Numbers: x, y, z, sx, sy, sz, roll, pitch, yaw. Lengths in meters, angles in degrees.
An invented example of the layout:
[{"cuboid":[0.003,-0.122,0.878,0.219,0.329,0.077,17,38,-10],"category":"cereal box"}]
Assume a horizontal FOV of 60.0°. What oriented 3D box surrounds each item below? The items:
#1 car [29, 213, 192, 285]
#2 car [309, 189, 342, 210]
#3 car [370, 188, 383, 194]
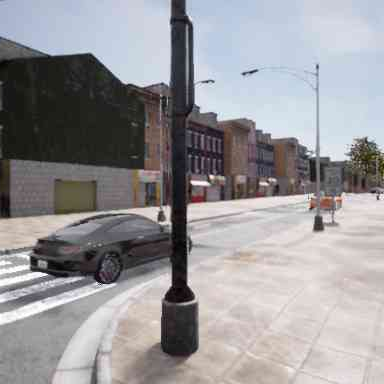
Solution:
[{"cuboid":[-1.830,1.281,8.773,1.812,1.442,4.674,0,1,33],"category":"car"},{"cuboid":[12.452,0.658,30.797,2.097,1.767,4.553,0,1,33],"category":"car"},{"cuboid":[42.741,-0.243,77.493,1.837,1.490,4.892,0,1,33],"category":"car"}]
